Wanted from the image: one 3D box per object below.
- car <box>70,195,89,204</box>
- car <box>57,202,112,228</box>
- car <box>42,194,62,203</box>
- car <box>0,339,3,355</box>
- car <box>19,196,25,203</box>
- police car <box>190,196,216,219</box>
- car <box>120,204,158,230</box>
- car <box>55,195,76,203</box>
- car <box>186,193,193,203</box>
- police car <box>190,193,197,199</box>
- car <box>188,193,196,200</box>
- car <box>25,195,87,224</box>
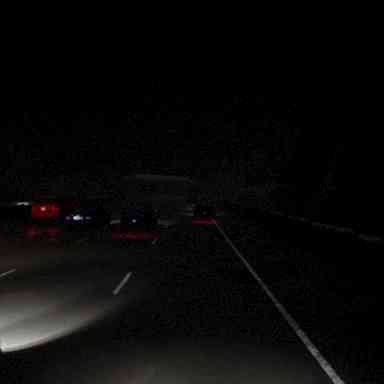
[{"bbox_3d":[-21.015,1.324,62.163,1.837,1.490,4.892,0,1,0],"label":"car"},{"bbox_3d":[-6.901,1.620,22.617,2.033,1.411,5.357,0,0,0],"label":"car"},{"bbox_3d":[-28.005,1.259,66.545,1.882,1.535,5.008,0,0,0],"label":"car"},{"bbox_3d":[-3.400,1.583,2.520,1.994,1.385,4.181,0,0,0],"label":"car"},{"bbox_3d":[-31.505,1.354,64.047,1.994,1.385,4.181,0,0,0],"label":"car"},{"bbox_3d":[1.048,1.482,29.819,1.930,1.638,5.238,0,0,0],"label":"police car"},{"bbox_3d":[-3.402,1.550,22.019,1.882,1.535,5.008,0,0,0],"label":"car"},{"bbox_3d":[-24.505,1.321,64.681,2.128,1.511,4.902,0,0,0],"label":"car"},{"bbox_3d":[-0.003,1.176,62.525,2.097,1.767,4.553,0,0,0],"label":"car"},{"bbox_3d":[1.047,1.383,45.836,1.930,1.638,5.238,0,0,0],"label":"police car"},{"bbox_3d":[-0.004,1.077,77.606,1.837,1.490,4.892,0,0,0],"label":"car"},{"bbox_3d":[-10.390,1.290,25.943,2.150,2.045,5.566,0,0,0],"label":"car"}]
